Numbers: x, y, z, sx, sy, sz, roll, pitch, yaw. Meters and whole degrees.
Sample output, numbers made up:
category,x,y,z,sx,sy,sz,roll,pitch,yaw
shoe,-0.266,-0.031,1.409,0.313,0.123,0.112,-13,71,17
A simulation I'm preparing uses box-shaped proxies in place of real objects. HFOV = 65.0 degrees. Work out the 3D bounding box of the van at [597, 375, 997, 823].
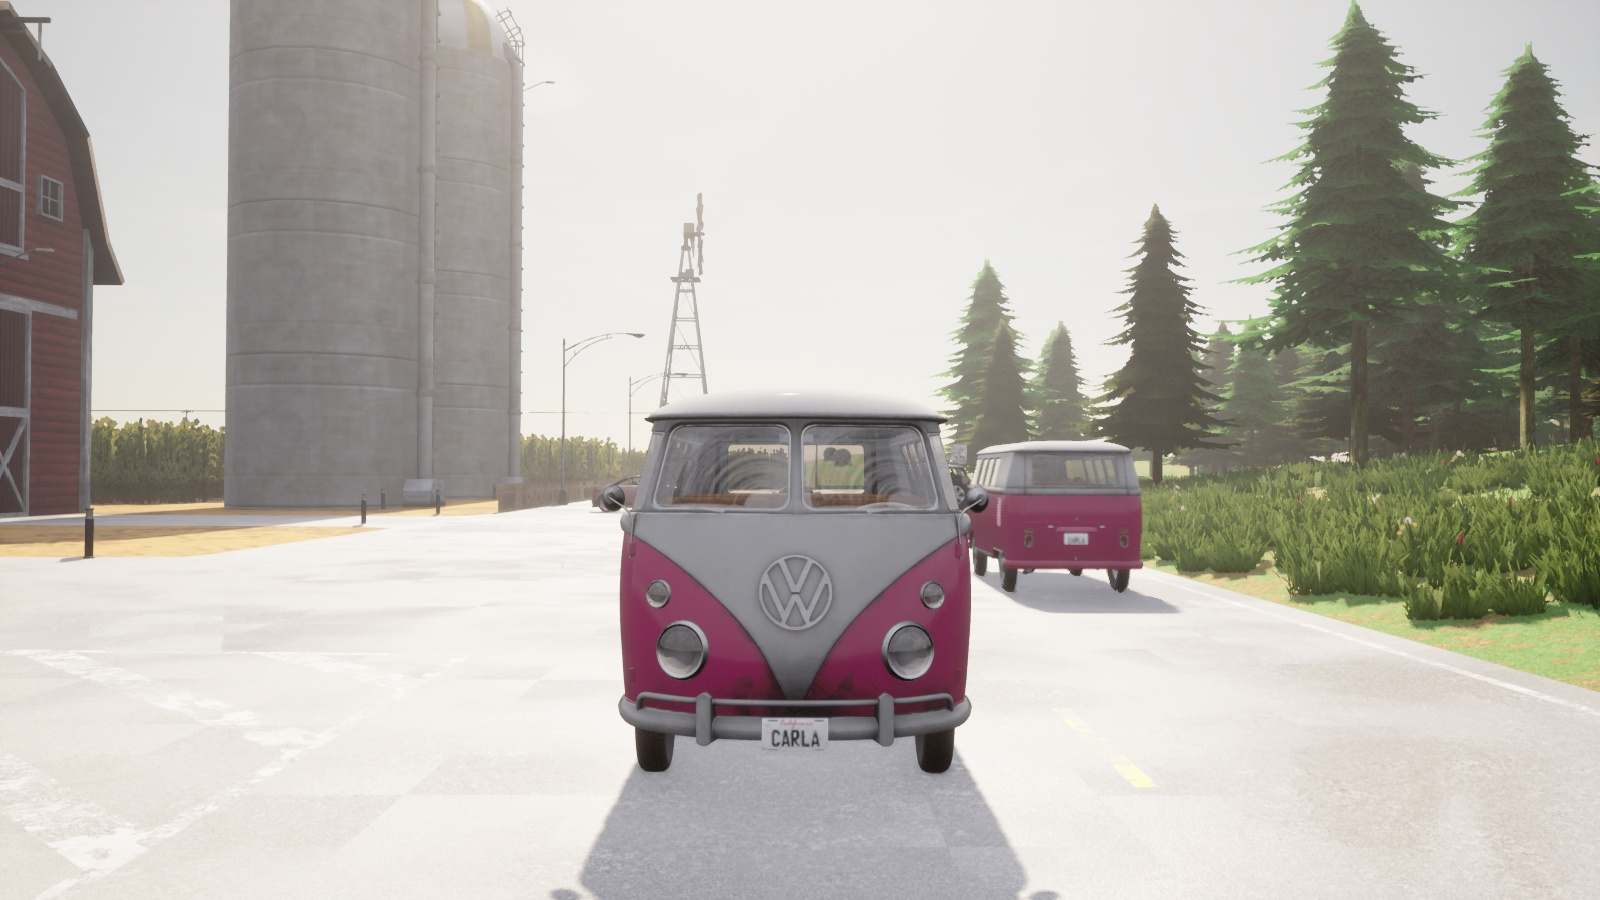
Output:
category,x,y,z,sx,sy,sz,roll,pitch,yaw
van,-0.022,0.699,7.818,1.775,1.987,4.442,0,-1,0

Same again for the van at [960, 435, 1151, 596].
category,x,y,z,sx,sy,sz,roll,pitch,yaw
van,3.453,0.852,17.781,1.775,1.987,4.442,0,-1,0

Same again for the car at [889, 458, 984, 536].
category,x,y,z,sx,sy,sz,roll,pitch,yaw
car,3.416,1.158,32.266,1.932,1.855,4.605,0,-1,0
